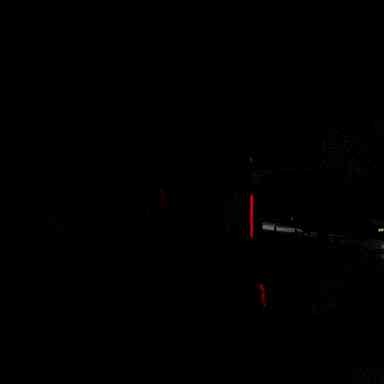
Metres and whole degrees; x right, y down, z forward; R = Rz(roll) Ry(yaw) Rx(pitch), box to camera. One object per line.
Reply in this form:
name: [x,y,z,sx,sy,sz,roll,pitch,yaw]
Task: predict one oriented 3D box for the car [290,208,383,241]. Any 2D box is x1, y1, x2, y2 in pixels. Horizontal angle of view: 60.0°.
car: [7.590,1.547,17.095,2.033,1.411,5.357,0,0,-32]
